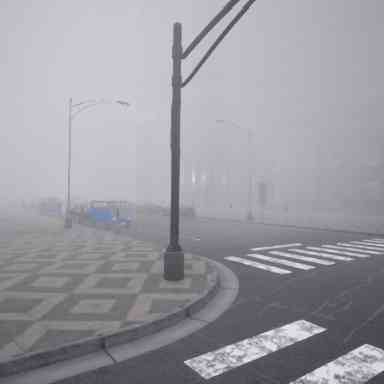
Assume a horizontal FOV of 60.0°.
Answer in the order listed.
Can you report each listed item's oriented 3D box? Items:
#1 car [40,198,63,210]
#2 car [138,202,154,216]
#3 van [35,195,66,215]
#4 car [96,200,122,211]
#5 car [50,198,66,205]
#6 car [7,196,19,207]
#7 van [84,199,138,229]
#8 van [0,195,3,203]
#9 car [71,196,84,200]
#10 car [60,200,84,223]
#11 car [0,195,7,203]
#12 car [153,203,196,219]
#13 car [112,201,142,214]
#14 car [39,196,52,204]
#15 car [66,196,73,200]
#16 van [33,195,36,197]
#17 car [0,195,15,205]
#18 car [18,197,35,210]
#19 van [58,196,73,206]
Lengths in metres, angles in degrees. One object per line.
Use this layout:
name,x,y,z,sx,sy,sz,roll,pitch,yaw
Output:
car,-19.701,1.658,46.512,1.837,1.490,4.892,1,-1,-35
car,-4.630,1.731,35.198,1.887,1.381,4.507,1,-1,-35
van,-14.810,1.398,34.790,1.690,1.788,3.998,1,-1,-35
car,-11.110,1.754,44.358,1.752,1.417,4.829,1,-1,-35
car,-26.967,1.886,66.774,2.008,1.369,4.403,1,-1,-35
car,-27.568,1.693,52.834,2.008,1.369,4.403,1,-1,-35
van,-5.243,1.336,21.255,1.690,1.788,3.998,1,-1,-35
van,-46.699,1.613,79.907,1.690,1.788,3.998,1,-1,-35
car,-17.394,1.816,53.241,1.887,1.381,4.507,1,-1,-35
car,-8.434,1.559,25.764,1.887,1.381,4.507,1,-1,-35
car,-43.510,1.565,75.395,2.192,1.841,5.009,1,-1,-35
car,-1.439,1.710,30.687,1.887,1.381,4.507,1,-1,-35
car,-7.821,1.752,39.709,1.887,1.381,4.507,1,-1,-35
car,-33.348,1.819,75.797,1.967,1.590,4.097,1,-1,-35
car,-20.582,1.608,57.755,2.192,1.841,5.009,1,-1,-35
van,-36.537,1.741,80.308,1.690,1.788,3.998,1,-1,-35
car,-37.036,1.731,66.231,1.752,1.417,4.829,1,-1,-35
car,-21.190,1.681,43.811,1.802,1.307,4.206,1,-1,-35
van,-23.774,1.655,62.265,1.690,1.788,3.998,1,-1,-35
